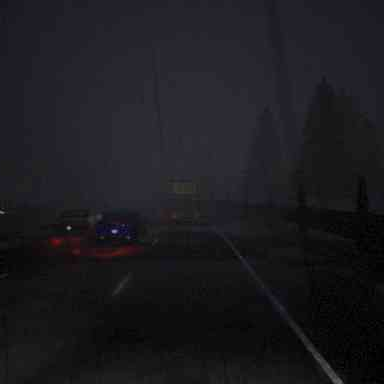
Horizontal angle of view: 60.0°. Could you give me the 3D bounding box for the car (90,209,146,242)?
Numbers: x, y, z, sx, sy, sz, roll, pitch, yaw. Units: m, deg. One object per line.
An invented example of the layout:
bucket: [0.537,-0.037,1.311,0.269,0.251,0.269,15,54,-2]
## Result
car: [-3.502,1.627,17.250,1.882,1.535,5.008,0,0,-1]

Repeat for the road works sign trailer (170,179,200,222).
road works sign trailer: [-0.695,0.712,28.649,2.380,3.560,2.880,0,0,-10]

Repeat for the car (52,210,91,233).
car: [-7.177,1.784,21.225,1.895,1.301,4.718,0,0,-3]

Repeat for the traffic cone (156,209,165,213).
traffic cone: [-3.324,2.260,35.292,0.340,0.580,0.340,0,-1,-10]
